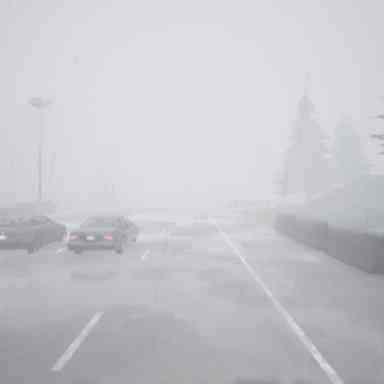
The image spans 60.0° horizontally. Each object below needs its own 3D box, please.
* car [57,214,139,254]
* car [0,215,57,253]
[{"bbox_3d":[-3.495,1.636,13.972,2.033,1.411,5.357,0,0,0],"label":"car"},{"bbox_3d":[-6.990,1.654,14.280,1.994,1.385,4.181,0,0,0],"label":"car"}]
